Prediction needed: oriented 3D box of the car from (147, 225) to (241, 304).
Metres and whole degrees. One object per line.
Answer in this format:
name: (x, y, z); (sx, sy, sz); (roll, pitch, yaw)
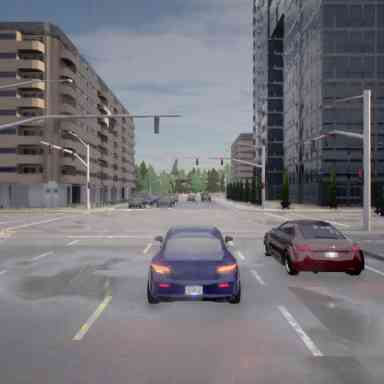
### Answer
car: (0.046, 1.526, 8.021); (1.812, 1.442, 4.674); (0, 0, 0)

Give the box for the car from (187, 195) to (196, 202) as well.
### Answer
car: (-0.157, 1.540, 77.379); (2.033, 1.411, 5.357); (0, 0, 1)

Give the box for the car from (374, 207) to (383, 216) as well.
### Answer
car: (19.456, 1.656, 30.628); (4.718, 1.301, 1.895); (0, 0, 0)

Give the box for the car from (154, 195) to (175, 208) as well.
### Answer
car: (-3.993, 1.352, 48.931); (2.097, 1.767, 4.553); (0, 0, 0)

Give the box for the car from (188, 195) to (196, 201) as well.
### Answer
car: (-0.048, 1.525, 87.723); (2.128, 1.511, 4.902); (0, 0, 1)

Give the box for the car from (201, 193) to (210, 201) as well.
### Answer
car: (3.453, 1.225, 87.750); (2.150, 2.045, 5.566); (0, 0, 1)

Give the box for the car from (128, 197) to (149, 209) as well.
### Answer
car: (-7.503, 1.505, 45.970); (1.837, 1.490, 4.892); (0, 0, 1)

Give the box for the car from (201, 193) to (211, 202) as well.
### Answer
car: (3.344, 1.355, 77.587); (2.097, 1.767, 4.553); (0, 0, 1)

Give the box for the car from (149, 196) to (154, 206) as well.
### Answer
car: (-7.465, 1.564, 54.864); (1.994, 1.385, 4.181); (0, 0, 2)

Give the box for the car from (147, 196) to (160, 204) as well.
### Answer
car: (-7.354, 1.478, 63.680); (1.882, 1.535, 5.008); (0, 0, 1)

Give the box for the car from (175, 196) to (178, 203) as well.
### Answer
car: (-3.939, 1.526, 58.418); (1.812, 1.442, 4.674); (0, 0, 1)

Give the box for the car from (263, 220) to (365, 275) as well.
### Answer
car: (3.555, 1.564, 10.444); (1.994, 1.385, 4.181); (0, 0, 0)

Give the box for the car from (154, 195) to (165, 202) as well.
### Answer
car: (-7.194, 1.496, 74.038); (1.837, 1.490, 4.892); (0, 0, 1)
